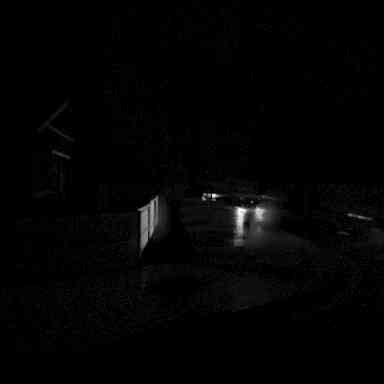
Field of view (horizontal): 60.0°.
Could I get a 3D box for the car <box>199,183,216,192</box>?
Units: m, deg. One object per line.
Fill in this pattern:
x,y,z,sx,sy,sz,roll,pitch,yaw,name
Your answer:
2.177,-0.649,47.994,1.895,1.301,4.718,0,3,-6,car

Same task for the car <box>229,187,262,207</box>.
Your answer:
4.270,0.348,27.252,1.812,1.442,4.674,0,3,-6,car
